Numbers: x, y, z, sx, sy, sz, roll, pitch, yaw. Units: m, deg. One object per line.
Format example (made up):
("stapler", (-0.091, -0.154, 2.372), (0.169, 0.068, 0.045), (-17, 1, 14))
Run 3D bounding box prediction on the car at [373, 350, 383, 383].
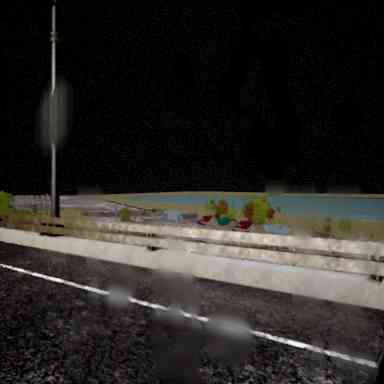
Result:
("car", (3.192, 1.564, 1.724), (4.181, 1.385, 1.994), (0, 0, 35))
